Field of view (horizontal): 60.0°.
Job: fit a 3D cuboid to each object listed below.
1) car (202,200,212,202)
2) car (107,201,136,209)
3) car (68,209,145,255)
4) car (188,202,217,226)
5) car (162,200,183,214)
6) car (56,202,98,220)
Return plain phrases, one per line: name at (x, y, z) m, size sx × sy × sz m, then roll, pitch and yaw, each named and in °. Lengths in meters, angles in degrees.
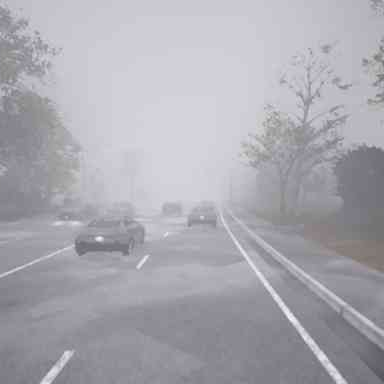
car at (1.837, 1.675, 41.319) m, size 1.994 × 1.385 × 4.181 m, roll 0°, pitch 0°, yaw 4°
car at (-6.176, 1.576, 29.187) m, size 1.837 × 1.490 × 4.892 m, roll 0°, pitch 0°, yaw 3°
car at (-3.154, 1.597, 13.540) m, size 1.994 × 1.385 × 4.181 m, roll 0°, pitch 0°, yaw 2°
car at (0.748, 1.627, 23.731) m, size 1.994 × 1.385 × 4.181 m, roll 0°, pitch 0°, yaw 3°
car at (-2.036, 1.571, 36.148) m, size 1.882 × 1.535 × 5.008 m, roll 0°, pitch 0°, yaw 4°
car at (-9.717, 1.615, 28.738) m, size 2.033 × 1.411 × 5.357 m, roll 0°, pitch 0°, yaw 3°
